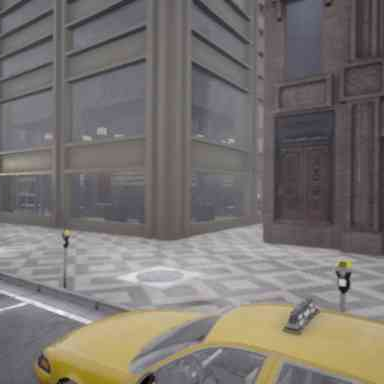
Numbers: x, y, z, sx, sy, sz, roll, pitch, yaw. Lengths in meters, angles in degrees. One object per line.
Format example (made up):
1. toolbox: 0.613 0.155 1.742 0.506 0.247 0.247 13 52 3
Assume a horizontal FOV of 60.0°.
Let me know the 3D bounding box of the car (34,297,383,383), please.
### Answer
1. car: 0.607 1.527 2.637 4.829 1.417 1.752 0 1 36
